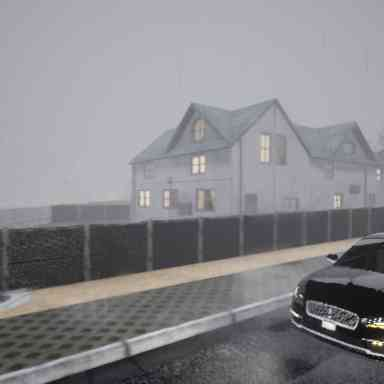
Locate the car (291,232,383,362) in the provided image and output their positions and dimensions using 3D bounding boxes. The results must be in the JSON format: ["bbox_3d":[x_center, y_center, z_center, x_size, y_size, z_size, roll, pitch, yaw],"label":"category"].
[{"bbox_3d":[3.755,1.503,5.804,4.892,1.490,1.837,0,0,-36],"label":"car"}]
